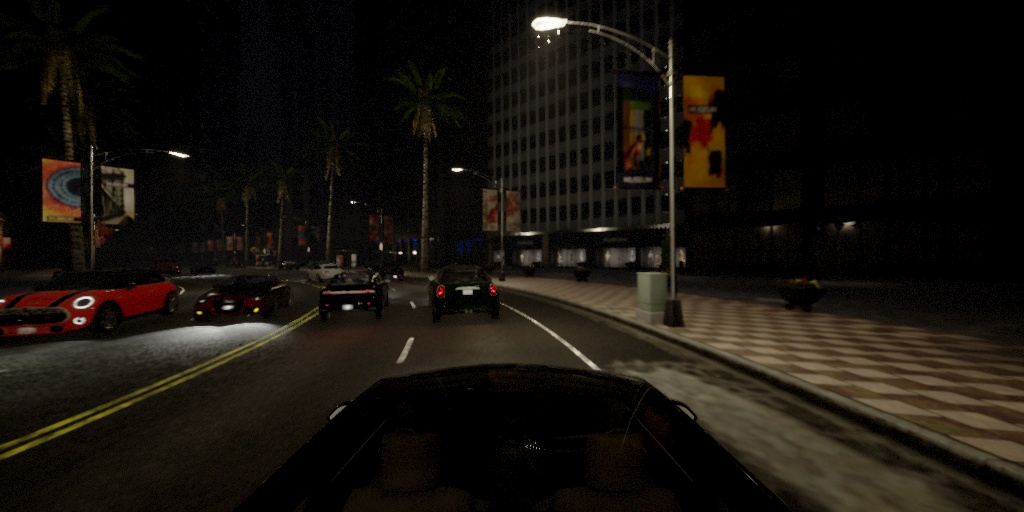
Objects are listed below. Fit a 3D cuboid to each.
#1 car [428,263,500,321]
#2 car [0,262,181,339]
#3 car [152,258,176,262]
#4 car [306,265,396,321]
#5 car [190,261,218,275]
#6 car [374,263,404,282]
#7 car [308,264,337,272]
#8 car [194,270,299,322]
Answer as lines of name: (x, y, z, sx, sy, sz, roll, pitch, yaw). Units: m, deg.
car: (-1.857, 1.104, 12.775, 2.097, 1.767, 4.553, -1, 0, -15)
car: (-12.262, 1.189, 10.649, 2.097, 1.767, 4.553, -1, 0, -19)
car: (-39.498, 1.237, 40.760, 5.566, 2.045, 2.150, 0, 0, 40)
car: (-5.454, 1.273, 12.776, 2.128, 1.511, 4.902, 0, 0, -16)
car: (-37.890, 1.602, 43.993, 4.718, 1.301, 1.895, 0, 0, 40)
car: (-10.374, 1.305, 29.052, 1.837, 1.490, 4.892, 0, 0, -39)
car: (-15.195, 1.364, 29.206, 1.812, 1.442, 4.674, 0, 0, -44)
car: (-9.294, 1.375, 12.759, 1.994, 1.385, 4.181, 0, 0, -20)
